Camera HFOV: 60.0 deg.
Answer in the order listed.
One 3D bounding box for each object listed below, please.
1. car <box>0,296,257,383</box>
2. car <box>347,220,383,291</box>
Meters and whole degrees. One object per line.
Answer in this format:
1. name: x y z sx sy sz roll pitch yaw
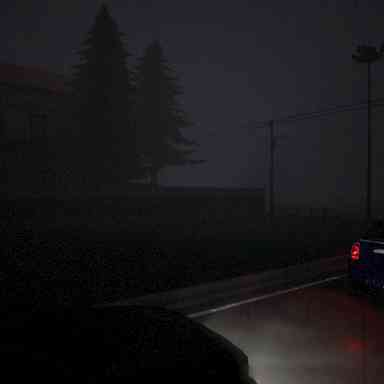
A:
1. car: -1.993 1.547 2.305 5.357 1.411 2.033 0 0 -36
2. car: 5.706 1.352 7.825 4.553 1.767 2.097 0 0 -35
